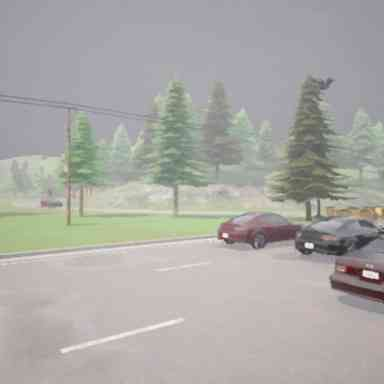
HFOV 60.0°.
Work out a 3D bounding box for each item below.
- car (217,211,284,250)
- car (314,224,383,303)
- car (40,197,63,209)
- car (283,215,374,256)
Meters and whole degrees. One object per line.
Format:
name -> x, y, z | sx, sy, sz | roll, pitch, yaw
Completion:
car -> 3.221, 1.579, 14.663 | 4.674, 1.442, 1.812 | 0, 0, -35
car -> 5.364, 1.590, 7.618 | 5.357, 1.411, 2.033 | 0, 0, -35
car -> -20.382, 1.532, 48.034 | 1.882, 1.535, 5.008 | 0, 0, -43
car -> 5.680, 1.582, 12.125 | 4.674, 1.442, 1.812 | 0, 0, -35
